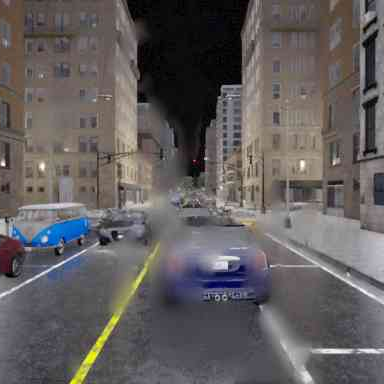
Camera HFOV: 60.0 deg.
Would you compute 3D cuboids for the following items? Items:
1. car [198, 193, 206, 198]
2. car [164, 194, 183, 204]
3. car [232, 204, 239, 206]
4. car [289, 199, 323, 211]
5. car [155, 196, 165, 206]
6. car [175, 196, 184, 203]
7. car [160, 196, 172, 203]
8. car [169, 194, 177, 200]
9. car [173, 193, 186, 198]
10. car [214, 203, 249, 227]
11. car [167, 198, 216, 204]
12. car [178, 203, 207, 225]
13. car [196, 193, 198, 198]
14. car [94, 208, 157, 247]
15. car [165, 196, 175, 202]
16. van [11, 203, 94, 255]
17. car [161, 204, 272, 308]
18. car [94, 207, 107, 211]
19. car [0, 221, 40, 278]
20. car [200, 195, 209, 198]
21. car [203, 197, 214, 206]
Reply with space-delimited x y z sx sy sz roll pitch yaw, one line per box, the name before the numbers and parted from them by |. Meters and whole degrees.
car | 2.794 1.434 73.346 1.967 1.590 4.097 0 0 0
car | -2.734 1.476 50.495 1.882 1.535 5.008 0 0 0
car | 2.683 1.525 18.507 1.752 1.417 4.829 0 0 0
car | 13.673 1.515 38.359 4.718 1.301 1.895 0 0 0
car | -5.268 1.523 56.147 1.752 1.417 4.829 0 0 0
car | -2.599 1.519 70.589 1.812 1.442 4.674 0 0 0
car | -5.243 1.561 67.679 1.947 1.339 4.313 0 0 0
car | -5.194 1.429 90.404 1.967 1.590 4.097 0 0 0
car | -2.692 1.218 60.483 2.150 2.045 5.566 0 0 1
car | 2.689 1.550 23.744 2.008 1.369 4.403 0 0 0
car | 0.110 1.351 15.425 2.097 1.767 4.553 0 0 0
car | 0.071 1.563 25.086 1.994 1.385 4.181 0 0 0
car | 2.819 1.306 84.710 2.192 1.841 5.009 0 0 0
car | -2.732 1.563 14.978 1.994 1.385 4.181 0 0 1
car | -5.218 1.543 79.042 2.008 1.369 4.403 0 0 0
van | -5.365 1.340 12.948 1.690 1.788 3.998 0 0 0
car | 0.321 1.352 8.158 2.097 1.767 4.553 0 0 -5
car | -5.352 1.550 18.354 2.008 1.369 4.403 0 0 0
car | -5.378 1.581 7.541 1.802 1.307 4.206 0 0 0
car | 2.745 1.549 50.620 2.008 1.369 4.403 0 0 0
car | 2.758 1.580 56.301 1.802 1.307 4.206 0 0 0
